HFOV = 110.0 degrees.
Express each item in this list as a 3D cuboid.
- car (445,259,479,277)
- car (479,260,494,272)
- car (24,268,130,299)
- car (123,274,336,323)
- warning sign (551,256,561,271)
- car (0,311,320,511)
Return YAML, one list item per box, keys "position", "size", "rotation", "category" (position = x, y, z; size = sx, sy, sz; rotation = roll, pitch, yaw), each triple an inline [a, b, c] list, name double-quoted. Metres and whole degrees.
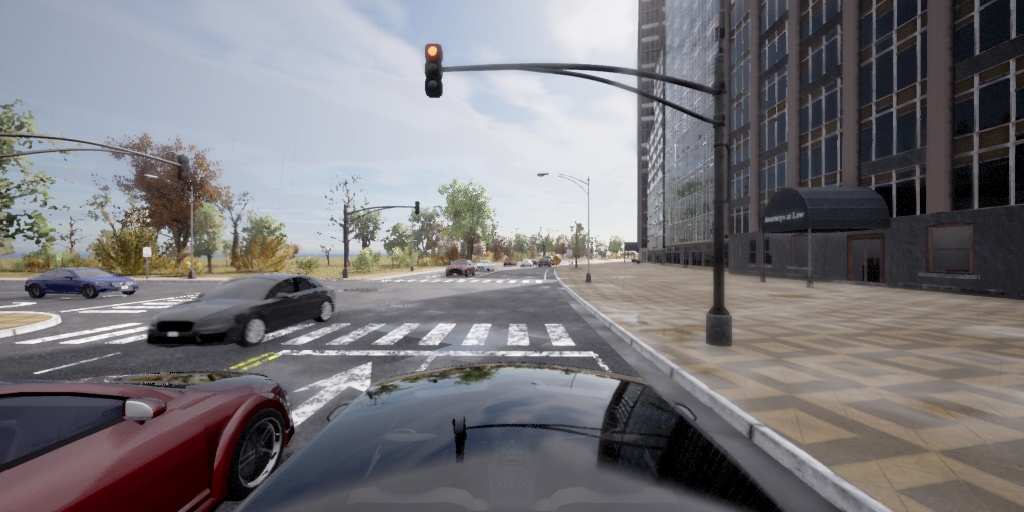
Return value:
- position: [-4.974, 1.100, 35.003]
  size: [2.097, 1.767, 4.553]
  rotation: [0, 0, 6]
  category: "car"
- position: [-3.625, 1.275, 47.409]
  size: [1.812, 1.442, 4.674]
  rotation: [0, 0, 7]
  category: "car"
- position: [-21.665, 1.323, 18.076]
  size: [4.674, 1.442, 1.812]
  rotation: [0, 0, 4]
  category: "car"
- position: [-6.467, 1.253, 9.327]
  size: [1.837, 1.490, 4.892]
  rotation: [0, 0, 1]
  category: "car"
- position: [5.419, 0.869, 43.943]
  size: [1.300, 1.860, 1.060]
  rotation: [0, 0, 7]
  category: "warning sign"
- position: [-3.108, 1.314, 1.797]
  size: [1.994, 1.385, 4.181]
  rotation: [0, 0, 0]
  category: "car"
